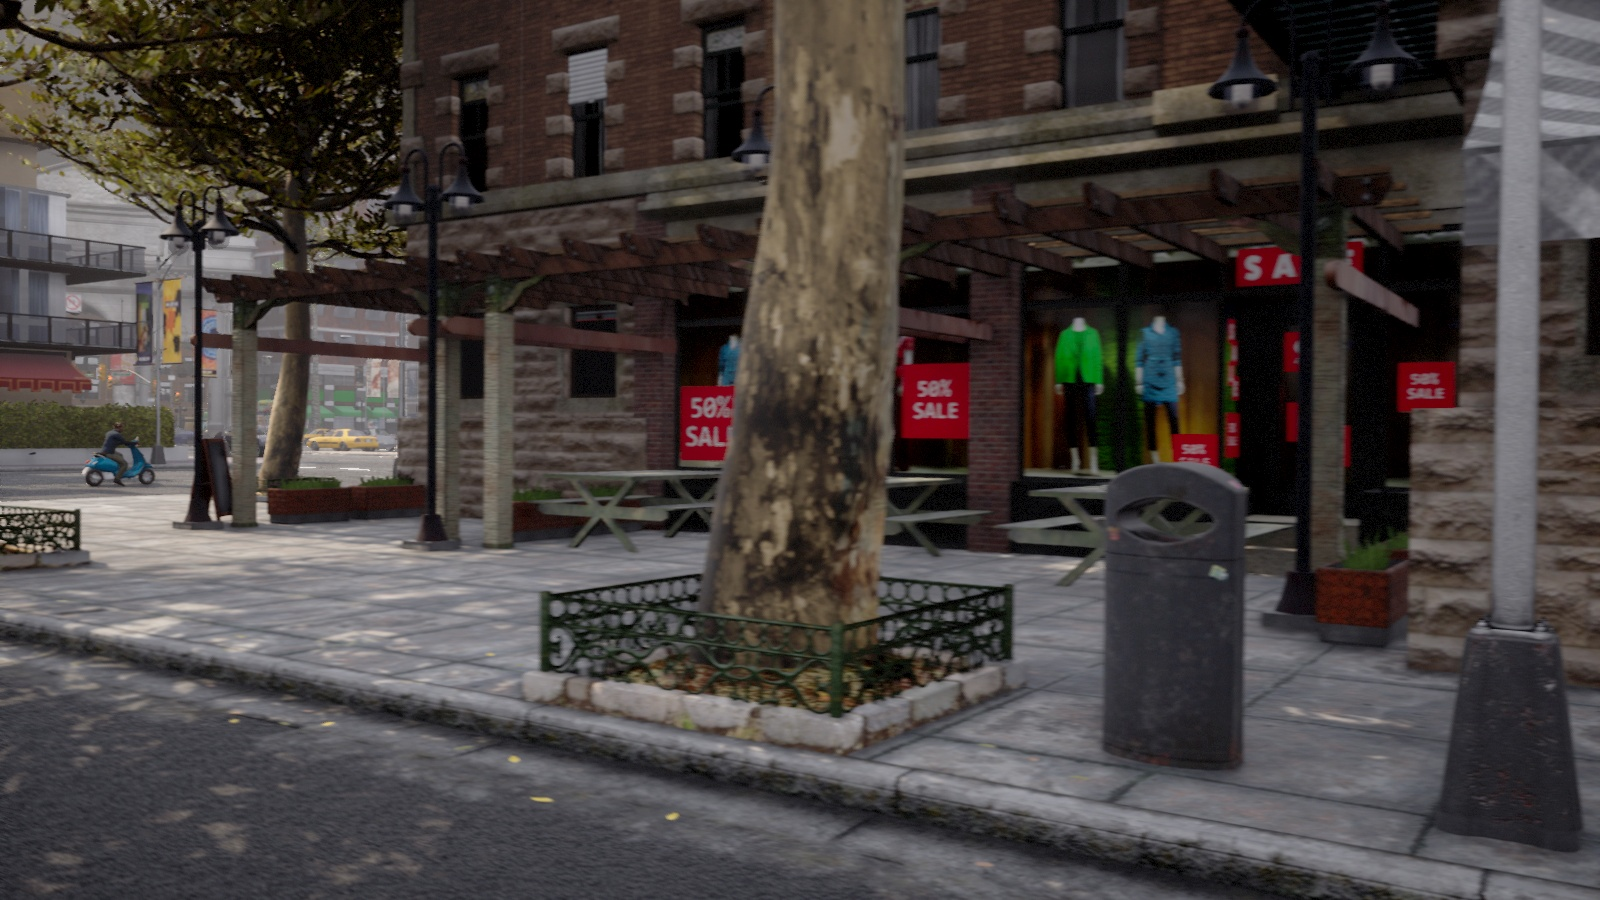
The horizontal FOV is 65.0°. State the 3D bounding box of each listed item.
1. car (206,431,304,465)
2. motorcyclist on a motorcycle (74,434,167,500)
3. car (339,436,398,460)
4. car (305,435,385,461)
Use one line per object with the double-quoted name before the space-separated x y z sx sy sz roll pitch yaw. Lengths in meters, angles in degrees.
"car" -27.635 -0.107 63.600 5.027 1.651 2.152 0 1 34
"motorcyclist on a motorcycle" -16.961 0.410 31.372 0.866 1.590 1.817 0 1 33
"car" -28.184 -0.118 81.994 3.633 1.501 1.845 0 1 34
"car" -28.218 -0.136 77.808 5.366 1.575 1.801 0 1 34
